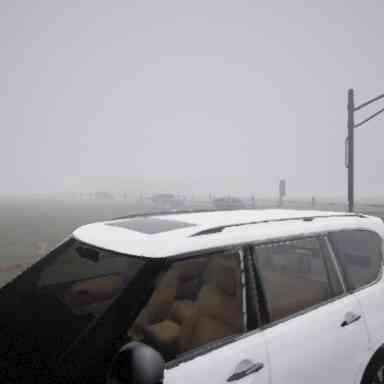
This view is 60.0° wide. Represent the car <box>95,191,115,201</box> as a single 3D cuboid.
[{"bbox_3d":[-13.478,0.589,51.159,1.837,1.490,4.892,0,0,-35],"label":"car"}]

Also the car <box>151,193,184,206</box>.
[{"bbox_3d":[-2.598,0.897,35.823,1.882,1.535,5.008,0,1,-36],"label":"car"}]

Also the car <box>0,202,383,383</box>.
[{"bbox_3d":[-0.209,1.226,2.801,5.566,2.045,2.150,0,0,-36],"label":"car"}]

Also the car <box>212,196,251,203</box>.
[{"bbox_3d":[3.557,1.102,27.194,2.128,1.511,4.902,0,1,-35],"label":"car"}]
